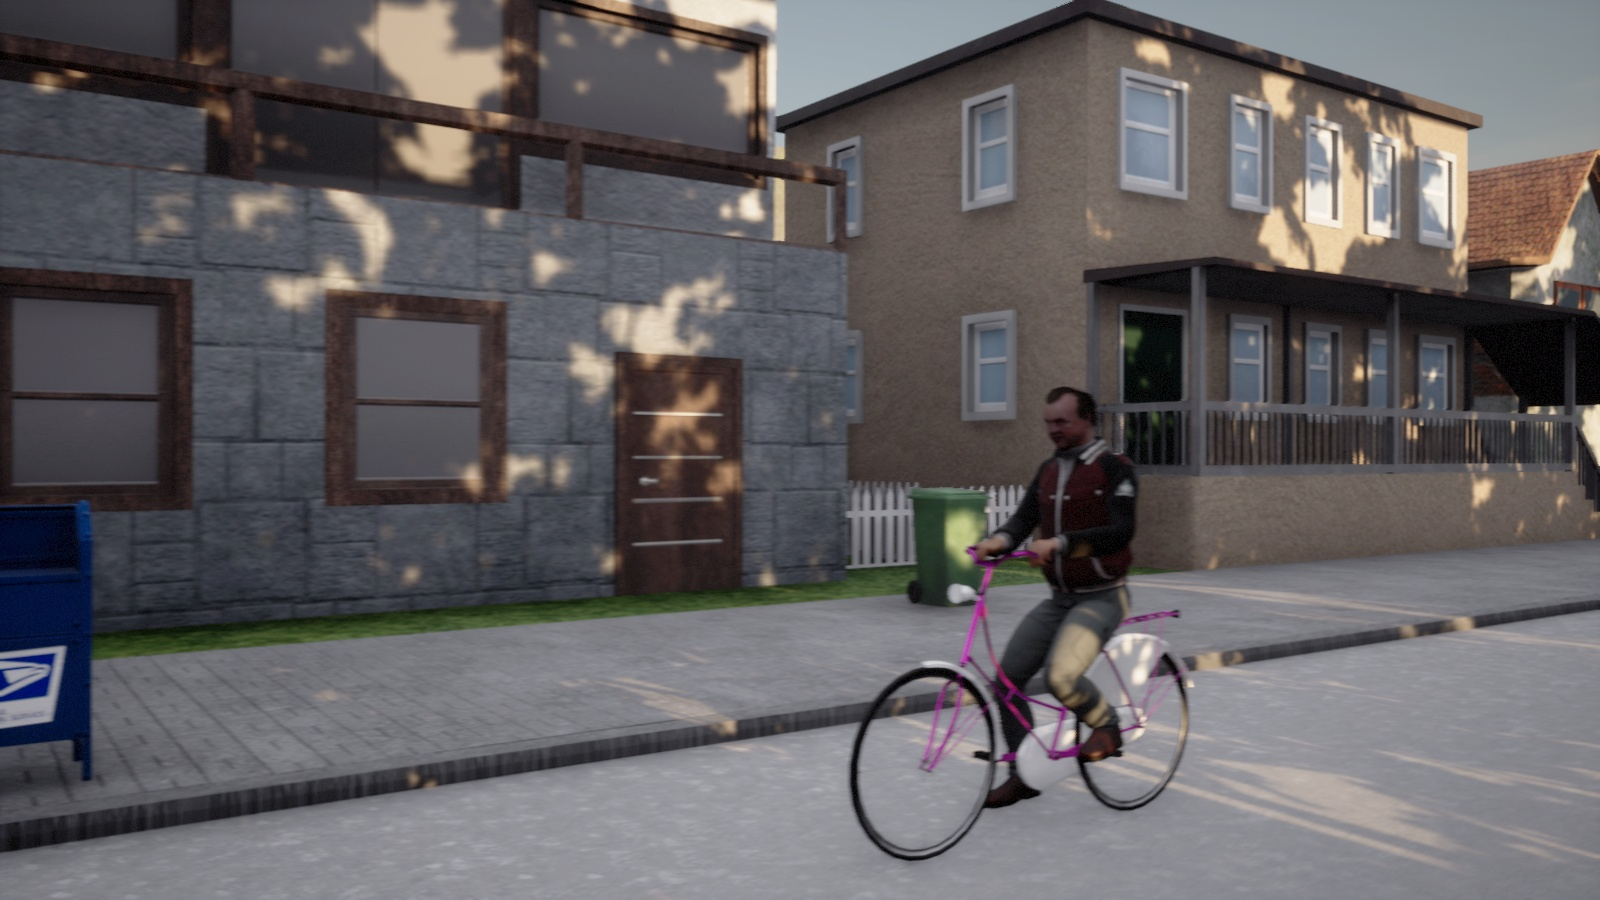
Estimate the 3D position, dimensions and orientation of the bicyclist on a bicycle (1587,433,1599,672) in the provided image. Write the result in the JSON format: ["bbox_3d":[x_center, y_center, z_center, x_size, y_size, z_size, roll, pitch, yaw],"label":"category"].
[{"bbox_3d":[6.205,0.689,8.587,1.509,1.612,0.866,0,0,-35],"label":"bicyclist on a bicycle"}]

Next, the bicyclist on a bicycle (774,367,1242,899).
[{"bbox_3d":[0.852,0.625,4.855,1.843,1.776,0.659,0,0,-35],"label":"bicyclist on a bicycle"}]
